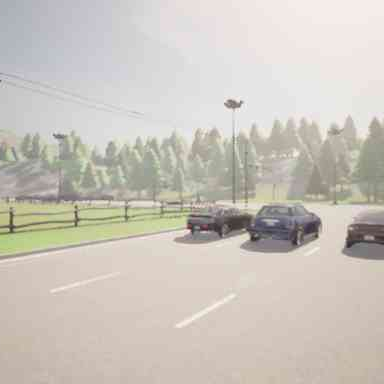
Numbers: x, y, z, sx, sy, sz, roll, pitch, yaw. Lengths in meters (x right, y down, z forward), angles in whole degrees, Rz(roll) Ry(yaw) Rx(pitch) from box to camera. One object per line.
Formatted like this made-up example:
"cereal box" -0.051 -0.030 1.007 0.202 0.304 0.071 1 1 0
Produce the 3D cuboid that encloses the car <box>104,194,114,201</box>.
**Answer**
"car" -20.654 1.251 79.055 4.892 1.490 1.837 0 0 35

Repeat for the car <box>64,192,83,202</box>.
"car" -26.282 1.011 70.178 5.566 2.045 2.150 0 0 35

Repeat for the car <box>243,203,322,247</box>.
"car" 4.400 1.296 15.240 2.097 1.767 4.553 0 0 35

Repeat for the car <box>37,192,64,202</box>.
"car" -28.756 1.153 67.637 4.553 1.767 2.097 0 0 35

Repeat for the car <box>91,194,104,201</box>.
"car" -22.990 1.315 76.417 4.181 1.385 1.994 0 0 35

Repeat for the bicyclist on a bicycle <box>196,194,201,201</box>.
"bicyclist on a bicycle" 1.328 1.069 68.691 0.582 1.620 1.656 0 0 35

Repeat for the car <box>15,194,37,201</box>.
"car" -37.086 1.234 73.442 4.892 1.490 1.837 0 0 35

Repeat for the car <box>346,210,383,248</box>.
"car" 7.651 1.472 13.783 1.812 1.442 4.674 0 0 35

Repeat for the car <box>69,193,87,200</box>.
"car" -29.056 1.038 84.910 4.553 1.767 2.097 0 0 35

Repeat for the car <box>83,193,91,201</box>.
"car" -25.015 1.326 73.563 4.181 1.385 1.994 0 0 35

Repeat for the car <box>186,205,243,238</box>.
"car" 1.625 1.431 17.377 2.128 1.511 4.902 0 0 35

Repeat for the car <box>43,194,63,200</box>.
"car" -33.083 1.186 79.185 5.008 1.535 1.882 0 0 35
